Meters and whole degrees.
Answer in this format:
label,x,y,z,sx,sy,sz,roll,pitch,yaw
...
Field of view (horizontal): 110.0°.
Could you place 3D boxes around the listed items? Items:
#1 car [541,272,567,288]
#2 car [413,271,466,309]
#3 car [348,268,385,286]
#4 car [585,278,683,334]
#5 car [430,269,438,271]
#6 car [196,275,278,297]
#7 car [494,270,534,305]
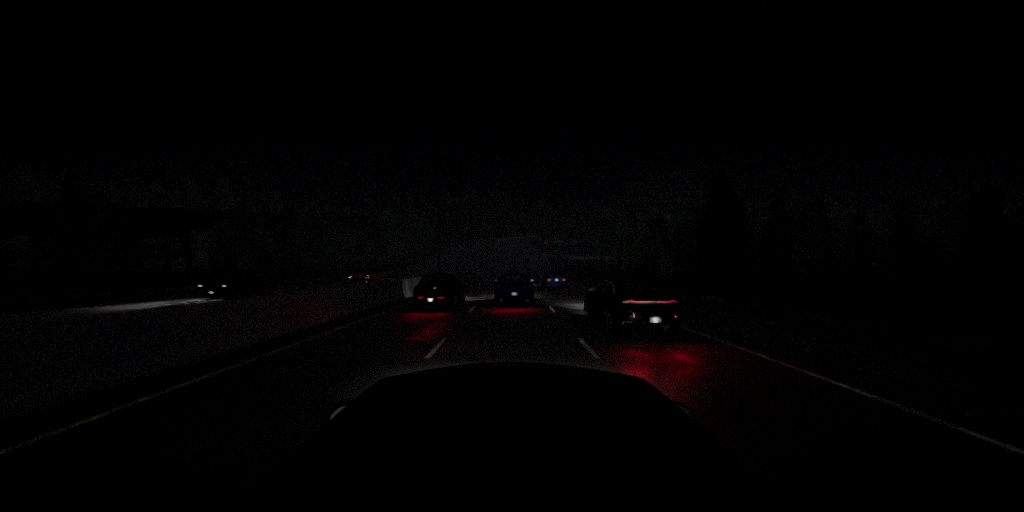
label,x,y,z,sx,sy,sz,roll,pitch,yaw
car,3.614,2.063,31.458,2.033,1.411,5.357,0,-2,0
car,-3.392,1.628,17.340,1.837,1.490,4.892,0,-2,0
car,-14.007,1.959,34.751,2.097,1.767,4.553,0,-1,0
car,3.605,1.450,11.426,2.128,1.511,4.902,0,-2,0
car,-10.478,2.511,48.082,1.812,1.442,4.674,0,-2,0
car,-17.543,1.888,23.147,1.895,1.301,4.718,0,-2,1
car,0.108,1.642,18.780,1.882,1.535,5.008,0,-2,0
